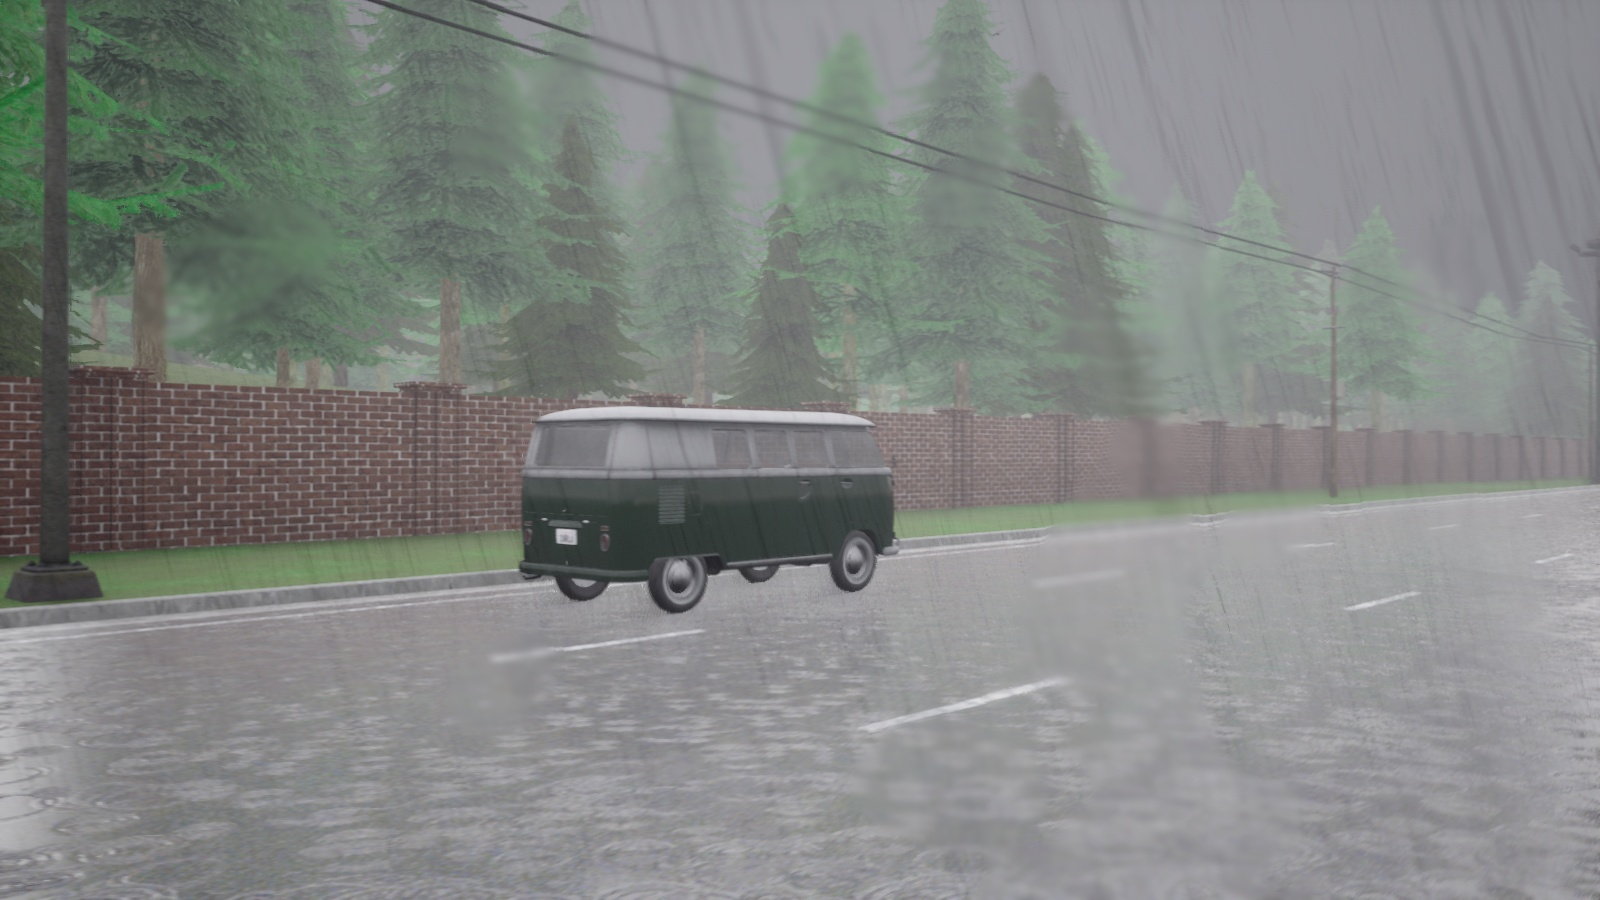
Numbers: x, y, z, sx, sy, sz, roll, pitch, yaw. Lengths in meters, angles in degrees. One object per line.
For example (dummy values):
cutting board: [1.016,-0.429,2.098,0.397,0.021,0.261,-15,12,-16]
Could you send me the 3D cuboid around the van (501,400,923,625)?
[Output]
van: [-0.763,0.561,13.327,1.775,1.987,4.442,0,0,43]
